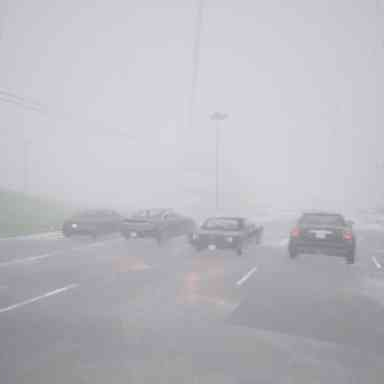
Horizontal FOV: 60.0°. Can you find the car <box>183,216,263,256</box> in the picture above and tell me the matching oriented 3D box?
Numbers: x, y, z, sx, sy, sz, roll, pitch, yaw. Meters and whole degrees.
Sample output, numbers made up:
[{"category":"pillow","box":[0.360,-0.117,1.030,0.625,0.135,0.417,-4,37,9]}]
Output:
[{"category":"car","box":[1.601,1.661,13.665,1.895,1.301,4.718,1,0,24]}]

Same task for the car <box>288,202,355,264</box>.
[{"category":"car","box":[5.033,1.462,12.777,2.097,1.767,4.553,1,0,24]}]

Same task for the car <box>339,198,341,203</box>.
[{"category":"car","box":[36.556,2.132,83.614,1.837,1.490,4.892,1,0,40]}]

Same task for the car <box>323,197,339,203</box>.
[{"category":"car","box":[31.434,2.028,74.992,2.097,1.767,4.553,1,0,25]}]

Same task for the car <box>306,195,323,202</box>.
[{"category":"car","box":[28.391,1.856,76.752,2.150,2.045,5.566,1,0,25]}]

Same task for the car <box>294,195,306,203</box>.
[{"category":"car","box":[25.315,2.113,78.458,2.128,1.511,4.902,1,0,25]}]

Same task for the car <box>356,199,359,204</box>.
[{"category":"car","box":[39.883,2.276,82.177,1.837,1.490,4.892,1,0,40]}]

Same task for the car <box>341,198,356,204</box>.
[{"category":"car","box":[34.507,2.255,73.294,2.033,1.411,5.357,1,0,25]}]

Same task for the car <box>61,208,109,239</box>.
[{"category":"car","box":[-4.767,1.536,17.288,1.994,1.385,4.181,1,0,20]}]

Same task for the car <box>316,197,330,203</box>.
[{"category":"car","box":[33.744,2.090,85.698,1.837,1.490,4.892,1,0,40]}]

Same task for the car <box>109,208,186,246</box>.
[{"category":"car","box":[-1.379,1.511,15.586,2.128,1.511,4.902,1,0,24]}]
